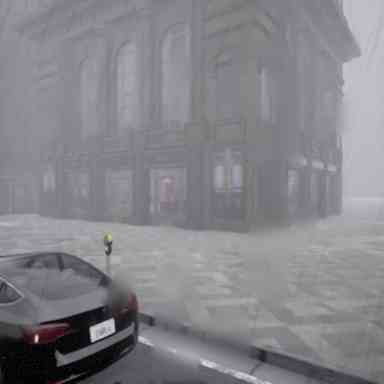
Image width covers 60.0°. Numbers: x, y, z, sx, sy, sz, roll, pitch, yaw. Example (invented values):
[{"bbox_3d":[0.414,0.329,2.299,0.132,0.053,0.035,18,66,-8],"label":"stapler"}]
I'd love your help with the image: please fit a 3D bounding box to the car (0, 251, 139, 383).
[{"bbox_3d":[-2.670,1.560,4.902,4.313,1.339,1.947,0,0,36],"label":"car"}]
